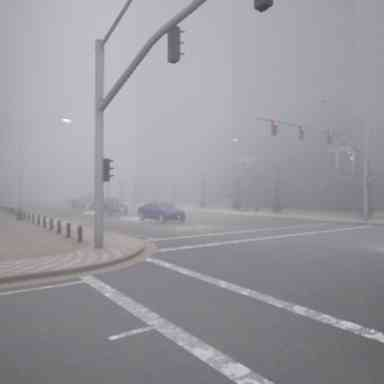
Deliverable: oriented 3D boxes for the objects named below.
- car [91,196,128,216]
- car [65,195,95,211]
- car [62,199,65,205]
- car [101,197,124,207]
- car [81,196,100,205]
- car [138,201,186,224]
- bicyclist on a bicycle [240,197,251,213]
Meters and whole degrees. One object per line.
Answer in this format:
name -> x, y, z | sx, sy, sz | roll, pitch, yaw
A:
car -> -8.021, 1.495, 33.316 | 2.128, 1.511, 4.902 | 0, 0, -35
car -> -13.816, 1.495, 41.614 | 2.128, 1.511, 4.902 | 0, 0, -35
car -> -21.437, 1.568, 58.756 | 2.033, 1.411, 5.357 | 0, 0, -35
car -> -12.555, 1.542, 52.262 | 1.837, 1.490, 4.892 | 0, 0, -35
car -> -18.570, 1.542, 60.763 | 1.837, 1.490, 4.892 | 0, 0, -35
car -> -2.345, 1.482, 25.306 | 1.882, 1.535, 5.008 | 0, 0, -36
bicyclist on a bicycle -> 5.588, 1.361, 34.774 | 1.656, 1.620, 0.582 | 0, 0, -35
